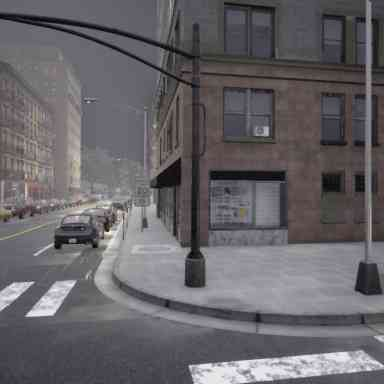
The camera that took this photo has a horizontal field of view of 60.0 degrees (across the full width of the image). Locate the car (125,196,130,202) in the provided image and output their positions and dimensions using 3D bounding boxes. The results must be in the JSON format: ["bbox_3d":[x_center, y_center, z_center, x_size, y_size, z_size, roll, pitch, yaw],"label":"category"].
[{"bbox_3d":[-10.259,1.690,47.121,2.008,1.369,4.403,0,0,-9],"label":"car"}]

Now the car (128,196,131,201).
[{"bbox_3d":[-11.159,1.593,52.529,1.967,1.590,4.097,0,0,-9],"label":"car"}]

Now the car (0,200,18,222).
[{"bbox_3d":[-14.566,1.569,24.000,1.752,1.417,4.829,0,0,-9],"label":"car"}]

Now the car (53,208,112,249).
[{"bbox_3d":[-4.852,1.607,14.677,2.008,1.369,4.403,0,0,-9],"label":"car"}]

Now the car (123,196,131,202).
[{"bbox_3d":[-16.566,1.790,84.973,2.008,1.369,4.403,0,0,-9],"label":"car"}]

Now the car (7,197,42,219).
[{"bbox_3d":[-15.492,1.373,29.577,2.192,1.841,5.009,0,0,-9],"label":"car"}]

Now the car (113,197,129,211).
[{"bbox_3d":[-9.358,1.676,41.713,2.008,1.369,4.403,0,0,-9],"label":"car"}]

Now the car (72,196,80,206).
[{"bbox_3d":[-19.090,1.679,51.207,1.947,1.339,4.313,0,0,-9],"label":"car"}]

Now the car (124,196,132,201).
[{"bbox_3d":[-17.467,1.819,90.380,1.947,1.339,4.313,0,0,-9],"label":"car"}]

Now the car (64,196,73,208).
[{"bbox_3d":[-18.191,1.650,45.799,2.008,1.369,4.403,0,0,-9],"label":"car"}]

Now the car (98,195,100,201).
[{"bbox_3d":[-23.584,1.499,78.247,2.192,1.841,5.009,0,0,-9],"label":"car"}]

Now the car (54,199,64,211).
[{"bbox_3d":[-17.291,1.525,40.392,1.967,1.590,4.097,0,0,-9],"label":"car"}]

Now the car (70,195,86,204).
[{"bbox_3d":[-19.988,1.442,56.616,2.192,1.841,5.009,0,0,-9],"label":"car"}]

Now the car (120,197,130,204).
[{"bbox_3d":[-13.863,1.740,68.751,1.887,1.381,4.507,0,0,-9],"label":"car"}]

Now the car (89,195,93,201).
[{"bbox_3d":[-21.788,1.737,67.430,1.802,1.307,4.206,0,0,-9],"label":"car"}]

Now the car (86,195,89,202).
[{"bbox_3d":[-20.860,1.666,61.855,1.752,1.417,4.829,0,0,-9],"label":"car"}]

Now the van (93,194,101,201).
[{"bbox_3d":[-25.383,1.555,89.063,1.690,1.788,3.998,0,0,-9],"label":"van"}]

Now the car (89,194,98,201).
[{"bbox_3d":[-22.685,1.485,72.839,2.192,1.841,5.009,0,0,-9],"label":"car"}]

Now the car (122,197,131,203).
[{"bbox_3d":[-15.665,1.806,79.565,1.802,1.307,4.206,0,0,-9],"label":"car"}]

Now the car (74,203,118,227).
[{"bbox_3d":[-5.753,1.615,20.084,1.887,1.381,4.507,0,0,-9],"label":"car"}]

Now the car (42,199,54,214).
[{"bbox_3d":[-16.392,1.512,34.984,1.967,1.590,4.097,0,0,-9],"label":"car"}]

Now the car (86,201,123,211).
[{"bbox_3d":[-6.654,1.635,25.491,2.008,1.369,4.403,0,0,-9],"label":"car"}]
